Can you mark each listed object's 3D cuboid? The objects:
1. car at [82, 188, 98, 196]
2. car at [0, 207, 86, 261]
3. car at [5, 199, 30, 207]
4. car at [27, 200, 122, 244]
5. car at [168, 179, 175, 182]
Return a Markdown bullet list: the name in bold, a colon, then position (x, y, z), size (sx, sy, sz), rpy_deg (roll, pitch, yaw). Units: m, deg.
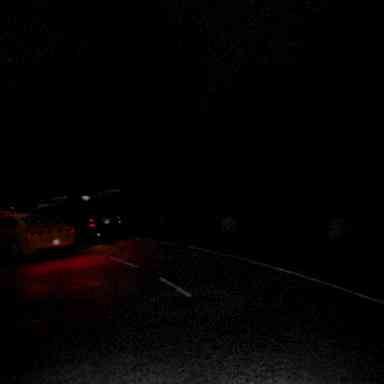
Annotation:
- **car**: position (-19.565, -0.115, 62.896), size (1.812, 1.442, 4.674), rpy_deg (-1, 5, 18)
- **car**: position (-6.360, 1.534, 12.771), size (5.008, 1.535, 1.882), rpy_deg (-1, 0, 42)
- **car**: position (-21.068, 1.488, 41.598), size (1.895, 1.301, 4.718), rpy_deg (-1, 3, 3)
- **car**: position (-5.555, 1.381, 16.096), size (4.553, 1.767, 2.097), rpy_deg (-1, 0, 34)
- **car**: position (-5.512, -3.055, 89.716), size (1.994, 1.385, 4.181), rpy_deg (-1, 5, 19)
